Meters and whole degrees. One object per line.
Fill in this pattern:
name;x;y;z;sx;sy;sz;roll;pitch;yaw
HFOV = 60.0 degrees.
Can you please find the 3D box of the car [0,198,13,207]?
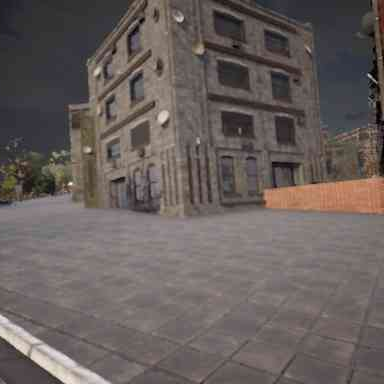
car;-28.676;1.533;49.477;1.895;1.301;4.718;-4;3;-4
